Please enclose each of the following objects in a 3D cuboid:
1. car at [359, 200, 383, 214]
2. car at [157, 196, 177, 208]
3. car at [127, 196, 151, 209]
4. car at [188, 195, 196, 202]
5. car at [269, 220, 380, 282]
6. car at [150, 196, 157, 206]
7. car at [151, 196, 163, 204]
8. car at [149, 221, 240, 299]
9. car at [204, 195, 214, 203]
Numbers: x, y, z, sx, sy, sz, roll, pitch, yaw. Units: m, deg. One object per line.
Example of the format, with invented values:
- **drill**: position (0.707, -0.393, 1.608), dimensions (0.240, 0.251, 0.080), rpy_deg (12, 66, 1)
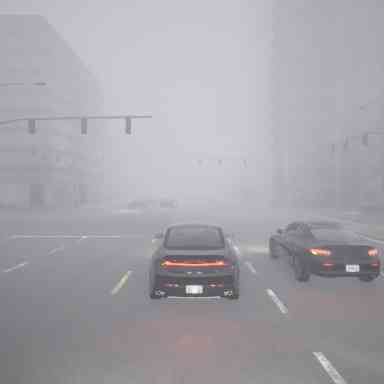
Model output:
- **car**: position (20.858, 1.547, 35.520), dimensions (5.357, 1.411, 2.033), rpy_deg (0, 0, 1)
- **car**: position (-3.570, 1.477, 48.123), dimensions (1.882, 1.535, 5.008), rpy_deg (0, 0, 0)
- **car**: position (-7.289, 1.601, 44.923), dimensions (1.895, 1.301, 4.718), rpy_deg (0, 0, 5)
- **car**: position (0.025, 1.364, 73.917), dimensions (2.128, 1.511, 4.902), rpy_deg (0, 0, 0)
- **car**: position (3.567, 1.526, 9.664), dimensions (1.812, 1.442, 4.674), rpy_deg (0, 0, 0)
- **car**: position (-7.064, 1.477, 56.143), dimensions (1.882, 1.535, 5.008), rpy_deg (0, 0, 0)
- **car**: position (-7.000, 1.564, 67.272), dimensions (1.994, 1.385, 4.181), rpy_deg (0, 0, 1)
- **car**: position (0.061, 1.505, 8.409), dimensions (1.837, 1.490, 4.892), rpy_deg (0, 0, 0)
- **car**: position (3.603, 1.503, 70.121), dimensions (1.837, 1.490, 4.892), rpy_deg (0, 0, 0)
